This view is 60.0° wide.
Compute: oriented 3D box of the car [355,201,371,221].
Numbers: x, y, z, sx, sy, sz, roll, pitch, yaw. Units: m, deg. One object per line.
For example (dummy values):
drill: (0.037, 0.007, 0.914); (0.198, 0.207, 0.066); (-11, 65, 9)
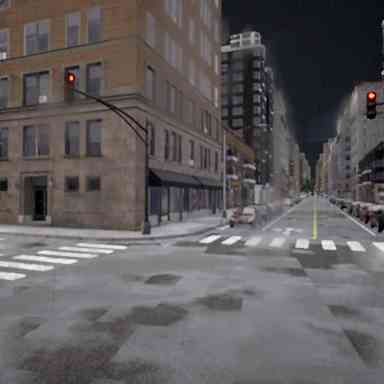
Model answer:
car: (13.670, 1.632, 24.895); (1.887, 1.381, 4.507); (0, 0, 20)

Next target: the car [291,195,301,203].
car: (21.044, 1.823, 69.330); (1.947, 1.339, 4.313); (0, 0, 20)

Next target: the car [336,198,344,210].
car: (21.357, 1.727, 45.640); (1.947, 1.339, 4.313); (0, 0, 20)

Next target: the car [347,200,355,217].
car: (15.592, 1.657, 30.081); (2.008, 1.369, 4.403); (0, 0, 20)

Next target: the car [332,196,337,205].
car: (25.200, 1.748, 56.012); (2.008, 1.369, 4.403); (0, 0, 20)

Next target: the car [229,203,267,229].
car: (3.752, 1.675, 22.668); (1.802, 1.307, 4.206); (0, 0, 20)

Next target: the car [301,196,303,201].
car: (22.967, 1.589, 74.515); (2.192, 1.841, 5.009); (0, 0, 20)

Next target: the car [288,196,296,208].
car: (15.221, 1.729, 53.617); (1.752, 1.417, 4.829); (0, 0, 20)

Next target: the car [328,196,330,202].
car: (30.965, 1.832, 71.570); (1.802, 1.307, 4.206); (0, 0, 20)

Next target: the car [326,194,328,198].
car: (34.809, 1.726, 81.942); (1.967, 1.590, 4.097); (0, 0, 20)

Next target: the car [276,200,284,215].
car: (7.595, 1.681, 33.037); (2.008, 1.369, 4.403); (0, 0, 20)

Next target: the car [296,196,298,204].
car: (17.201, 1.788, 58.961); (1.947, 1.339, 4.313); (0, 0, 20)

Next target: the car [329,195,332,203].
car: (29.043, 1.798, 66.384); (1.947, 1.339, 4.313); (0, 0, 20)

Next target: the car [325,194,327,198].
car: (36.731, 1.744, 87.128); (1.967, 1.590, 4.097); (0, 0, 20)

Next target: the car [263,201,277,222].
car: (5.674, 1.677, 27.852); (1.947, 1.339, 4.313); (0, 0, 20)

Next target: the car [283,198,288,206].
car: (9.516, 1.694, 38.222); (1.887, 1.381, 4.507); (0, 0, 20)

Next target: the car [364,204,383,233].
car: (11.748, 1.634, 19.709); (1.947, 1.339, 4.313); (0, 0, 20)

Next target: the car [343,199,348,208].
car: (17.513, 1.669, 35.267); (1.887, 1.381, 4.507); (0, 0, 20)
